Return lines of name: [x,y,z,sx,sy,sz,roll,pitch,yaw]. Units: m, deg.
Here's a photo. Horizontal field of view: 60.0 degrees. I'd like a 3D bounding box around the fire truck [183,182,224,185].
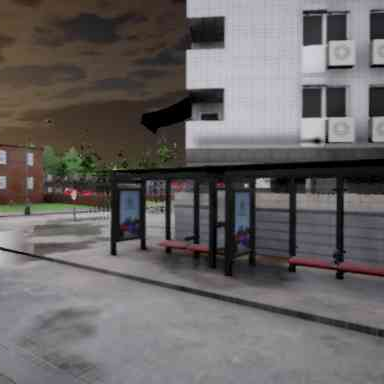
fire truck: [2.121,0.117,47.212,2.891,3.827,8.468,1,0,35]
